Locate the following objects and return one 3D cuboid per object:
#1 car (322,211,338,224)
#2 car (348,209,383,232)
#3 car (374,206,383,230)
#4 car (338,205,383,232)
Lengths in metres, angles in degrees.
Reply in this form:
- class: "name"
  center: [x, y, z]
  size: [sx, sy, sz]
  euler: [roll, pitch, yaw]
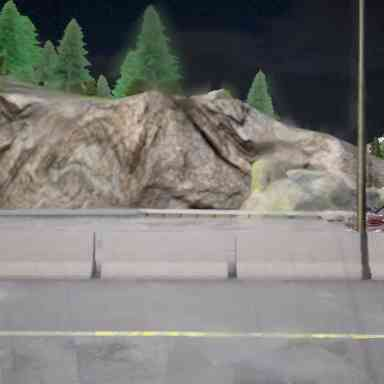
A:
- class: "car"
  center: [11.940, 1.665, 23.946]
  size: [4.718, 1.301, 1.895]
  euler: [0, 0, 5]
- class: "car"
  center: [9.278, 1.573, 13.615]
  size: [4.674, 1.442, 1.812]
  euler: [0, 0, 4]
- class: "car"
  center: [13.721, 1.634, 20.240]
  size: [4.181, 1.385, 1.994]
  euler: [0, 0, 6]
- class: "car"
  center: [10.338, 1.406, 17.026]
  size: [4.553, 1.767, 2.097]
  euler: [0, 0, 5]
